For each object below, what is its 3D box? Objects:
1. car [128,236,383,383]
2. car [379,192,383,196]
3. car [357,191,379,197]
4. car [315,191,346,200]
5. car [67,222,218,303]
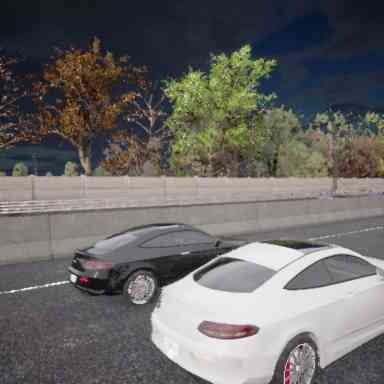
[{"bbox_3d":[1.642,1.434,4.917,4.674,1.442,1.812,-2,1,-35],"label":"car"},{"bbox_3d":[23.881,0.709,38.201,4.718,1.301,1.895,-1,1,-35],"label":"car"},{"bbox_3d":[22.542,0.637,41.542,5.357,1.411,2.033,-1,1,-35],"label":"car"},{"bbox_3d":[17.737,0.653,42.416,4.902,1.511,2.128,-2,1,-35],"label":"car"},{"bbox_3d":[-0.423,1.434,7.742,4.674,1.442,1.812,-2,1,-35],"label":"car"}]
